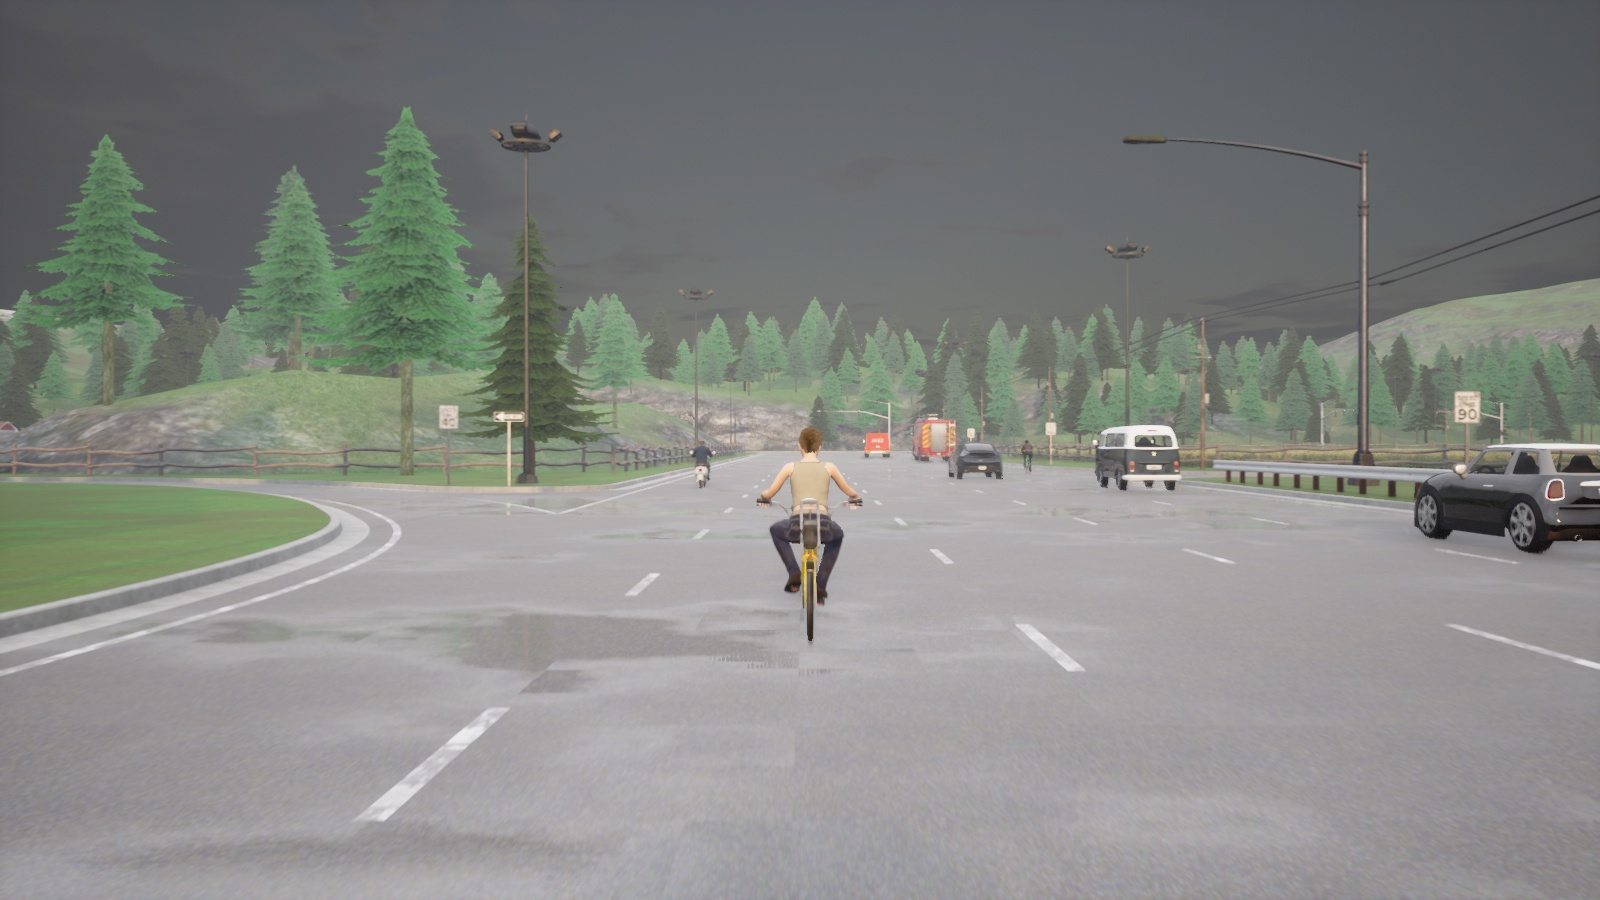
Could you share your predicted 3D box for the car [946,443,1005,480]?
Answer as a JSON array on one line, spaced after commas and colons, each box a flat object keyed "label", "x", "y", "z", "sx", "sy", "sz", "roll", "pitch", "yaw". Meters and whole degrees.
[{"label": "car", "x": 7.313, "y": 0.459, "z": 52.840, "sx": 1.837, "sy": 1.490, "sz": 4.892, "roll": 0, "pitch": 0, "yaw": 0}]

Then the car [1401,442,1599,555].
[{"label": "car", "x": 10.618, "y": 0.618, "z": 18.242, "sx": 1.970, "sy": 1.475, "sz": 3.806, "roll": 0, "pitch": 0, "yaw": 0}]

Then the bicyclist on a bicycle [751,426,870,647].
[{"label": "bicyclist on a bicycle", "x": 0.076, "y": 0.627, "z": 9.906, "sx": 0.866, "sy": 1.612, "sz": 1.509, "roll": 0, "pitch": 0, "yaw": 0}]

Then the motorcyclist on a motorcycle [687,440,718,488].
[{"label": "motorcyclist on a motorcycle", "x": -3.248, "y": 0.461, "z": 41.967, "sx": 0.866, "sy": 1.590, "sz": 1.817, "roll": 0, "pitch": 0, "yaw": 0}]

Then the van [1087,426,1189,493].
[{"label": "van", "x": 10.743, "y": 0.254, "z": 40.261, "sx": 2.069, "sy": 2.038, "sz": 4.480, "roll": 0, "pitch": 1, "yaw": 0}]
